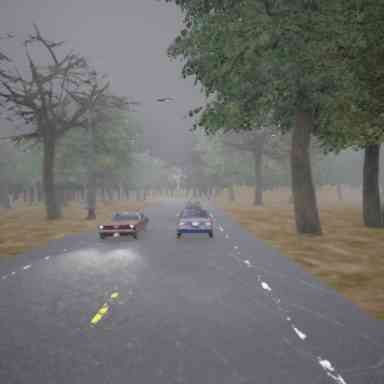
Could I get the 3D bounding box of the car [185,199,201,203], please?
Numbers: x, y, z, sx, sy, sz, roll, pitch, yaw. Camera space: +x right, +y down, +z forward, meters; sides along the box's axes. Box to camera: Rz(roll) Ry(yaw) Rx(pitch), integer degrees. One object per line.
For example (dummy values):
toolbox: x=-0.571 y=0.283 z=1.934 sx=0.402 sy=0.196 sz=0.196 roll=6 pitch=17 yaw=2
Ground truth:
car: x=0.163 y=1.584 z=42.499 sx=2.033 sy=1.411 sz=5.357 roll=-1 pitch=0 yaw=0

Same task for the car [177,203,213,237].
car: x=0.146 y=1.529 z=17.937 sx=2.033 sy=1.411 sz=5.357 roll=0 pitch=0 yaw=0

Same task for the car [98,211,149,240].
car: x=-3.509 y=1.692 z=17.726 sx=1.895 sy=1.301 sz=4.718 roll=-1 pitch=0 yaw=1
